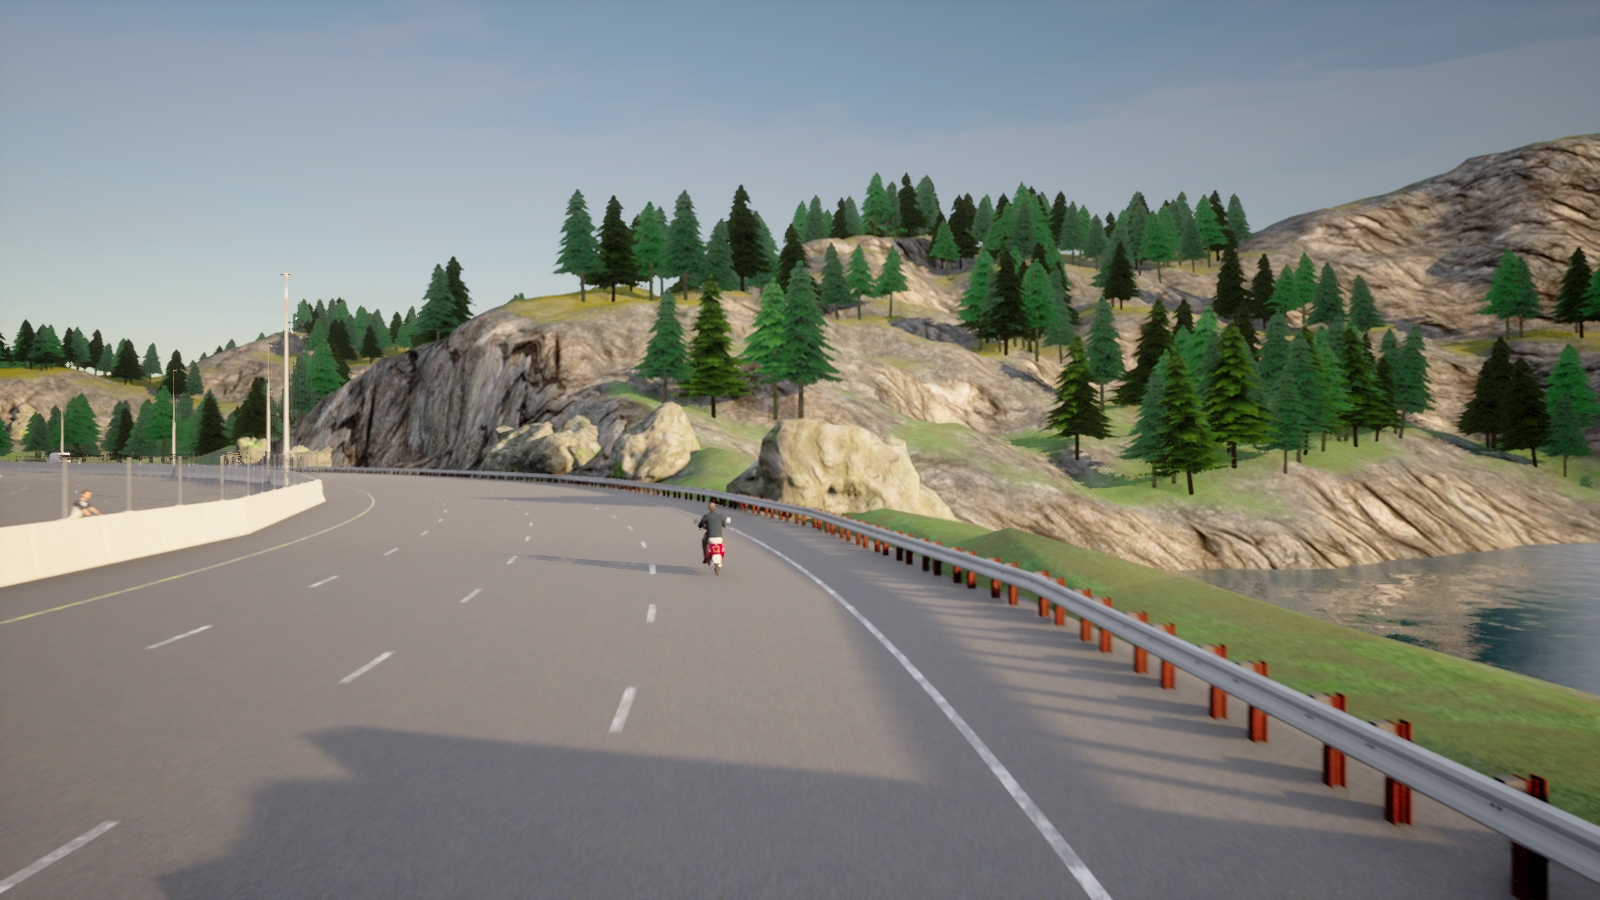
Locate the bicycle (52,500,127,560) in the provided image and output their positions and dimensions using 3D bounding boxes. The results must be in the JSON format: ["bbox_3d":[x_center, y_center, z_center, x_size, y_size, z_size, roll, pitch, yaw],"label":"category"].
[{"bbox_3d":[-18.469,2.069,29.726,1.643,1.514,0.373,0,-1,-8],"label":"bicycle"}]

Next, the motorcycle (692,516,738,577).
[{"bbox_3d":[-1.976,2.193,26.263,0.856,1.236,1.805,-2,0,-9],"label":"motorcycle"}]
